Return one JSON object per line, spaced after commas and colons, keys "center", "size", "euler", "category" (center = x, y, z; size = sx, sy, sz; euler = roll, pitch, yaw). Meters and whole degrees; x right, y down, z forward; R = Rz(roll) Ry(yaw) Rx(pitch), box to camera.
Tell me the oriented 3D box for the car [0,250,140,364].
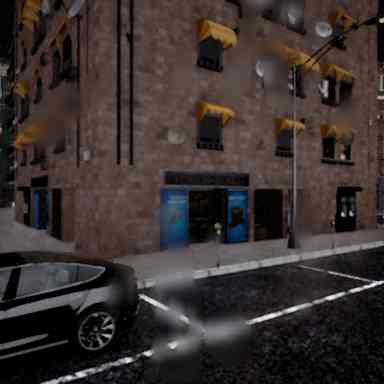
{"center": [-2.818, 1.568, 4.555], "size": [4.313, 1.339, 1.947], "euler": [1, -1, -36], "category": "car"}
